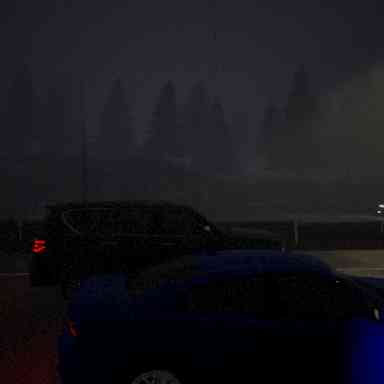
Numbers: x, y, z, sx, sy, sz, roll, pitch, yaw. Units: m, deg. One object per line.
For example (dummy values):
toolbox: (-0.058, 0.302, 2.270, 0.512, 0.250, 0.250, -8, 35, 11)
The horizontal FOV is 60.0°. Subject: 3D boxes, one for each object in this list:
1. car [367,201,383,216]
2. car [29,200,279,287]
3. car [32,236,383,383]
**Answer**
car: (18.218, 1.269, 29.822, 4.553, 1.767, 2.097, 0, 0, -3)
car: (-0.600, 1.217, 7.441, 5.566, 2.045, 2.150, 0, 0, -3)
car: (1.048, 1.476, 4.036, 5.008, 1.535, 1.882, 0, 0, -3)
